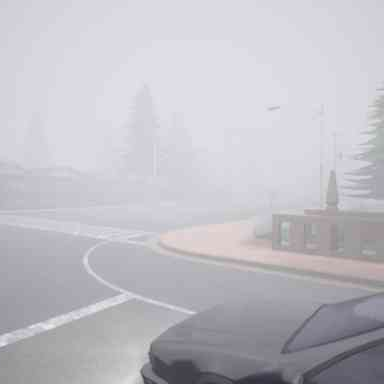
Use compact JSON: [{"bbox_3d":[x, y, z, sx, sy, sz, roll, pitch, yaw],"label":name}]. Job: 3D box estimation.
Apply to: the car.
[{"bbox_3d":[2.095,1.551,2.477,5.357,1.411,2.033,1,1,36],"label":"car"}]
